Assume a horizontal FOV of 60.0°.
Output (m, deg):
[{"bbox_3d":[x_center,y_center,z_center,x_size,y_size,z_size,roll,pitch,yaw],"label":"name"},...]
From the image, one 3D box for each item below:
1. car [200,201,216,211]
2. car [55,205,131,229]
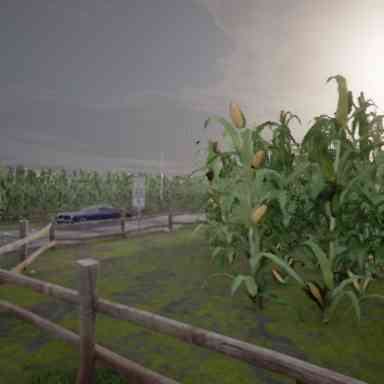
[{"bbox_3d":[2.682,1.331,33.567,1.812,1.442,4.674,0,1,36],"label":"car"},{"bbox_3d":[-6.212,1.505,21.147,1.895,1.301,4.718,0,1,36],"label":"car"}]
